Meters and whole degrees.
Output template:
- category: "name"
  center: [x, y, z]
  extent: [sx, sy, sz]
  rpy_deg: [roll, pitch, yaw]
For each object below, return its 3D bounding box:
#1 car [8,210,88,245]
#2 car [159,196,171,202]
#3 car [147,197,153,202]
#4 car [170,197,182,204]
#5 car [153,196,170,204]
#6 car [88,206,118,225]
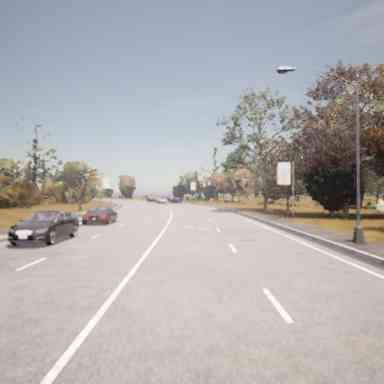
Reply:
- category: "car"
  center: [-7.132, 1.659, 16.460]
  extent: [2.128, 1.511, 4.902]
  rpy_deg: [0, 0, 0]
- category: "car"
  center: [-7.168, 1.839, 87.836]
  extent: [1.882, 1.535, 5.008]
  rpy_deg: [0, 0, -22]
- category: "car"
  center: [-10.416, 1.949, 86.525]
  extent: [1.895, 1.301, 4.718]
  rpy_deg: [0, 0, -22]
- category: "car"
  center: [-3.838, 1.925, 78.049]
  extent: [1.882, 1.535, 5.008]
  rpy_deg: [0, 0, -18]
- category: "car"
  center: [-7.114, 2.034, 76.809]
  extent: [1.895, 1.301, 4.718]
  rpy_deg: [0, 0, -18]
- category: "car"
  center: [-7.232, 1.805, 26.479]
  extent: [1.994, 1.385, 4.181]
  rpy_deg: [0, 0, 0]
